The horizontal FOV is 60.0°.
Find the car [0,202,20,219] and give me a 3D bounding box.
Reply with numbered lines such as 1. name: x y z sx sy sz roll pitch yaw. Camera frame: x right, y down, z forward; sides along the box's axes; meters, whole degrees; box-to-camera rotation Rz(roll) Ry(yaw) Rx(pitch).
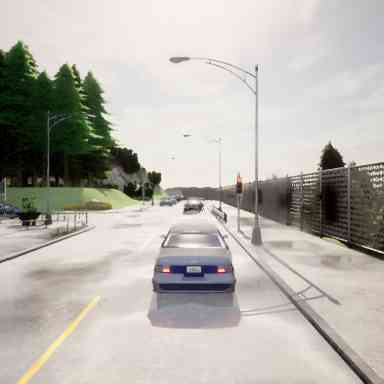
1. car: -16.035 1.526 27.867 4.674 1.442 1.812 0 0 0

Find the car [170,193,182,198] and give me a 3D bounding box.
1. car: -3.903 1.225 72.810 2.150 2.045 5.566 0 0 0

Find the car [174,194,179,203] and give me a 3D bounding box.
1. car: -3.979 1.526 62.405 1.812 1.442 4.674 0 0 1

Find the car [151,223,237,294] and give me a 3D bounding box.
1. car: 0.058 1.547 8.960 2.033 1.411 5.357 0 0 1

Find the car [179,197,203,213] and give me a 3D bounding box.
1. car: 0.181 1.547 37.007 2.033 1.411 5.357 0 0 6

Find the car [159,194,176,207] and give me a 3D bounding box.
1. car: -4.023 1.505 52.507 1.837 1.490 4.892 0 0 0
